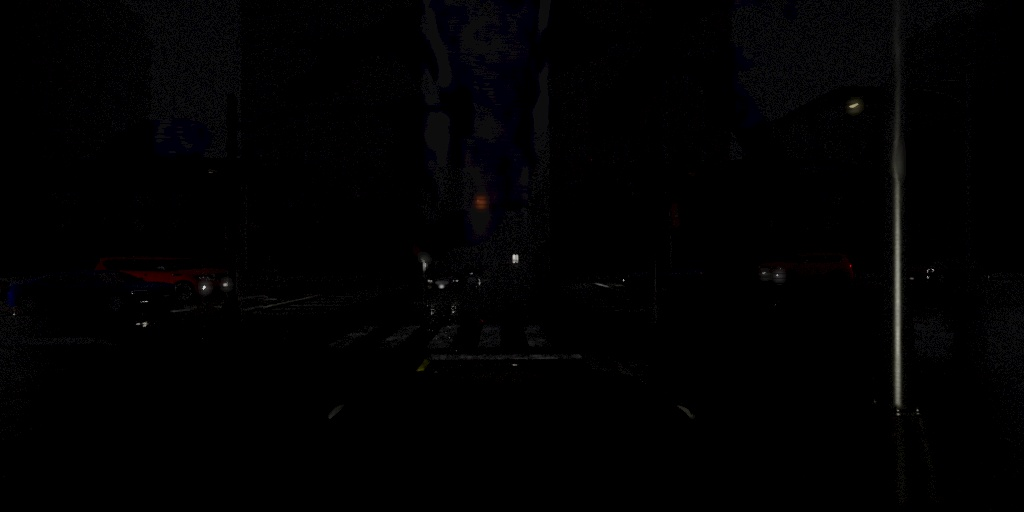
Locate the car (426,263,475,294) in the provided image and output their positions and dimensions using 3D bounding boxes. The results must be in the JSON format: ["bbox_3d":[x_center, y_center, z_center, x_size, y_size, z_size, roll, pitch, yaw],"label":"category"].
[{"bbox_3d":[-3.511,1.243,20.111,2.128,1.511,4.902,0,0,-1],"label":"car"}]

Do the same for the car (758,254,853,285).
[{"bbox_3d":[20.200,0.883,24.751,5.566,2.045,2.150,0,0,-2],"label":"car"}]

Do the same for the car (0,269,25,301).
[{"bbox_3d":[-26.261,1.367,16.648,4.674,1.442,1.812,0,0,-1],"label":"car"}]

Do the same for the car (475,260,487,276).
[{"bbox_3d":[-3.922,1.368,36.715,1.895,1.301,4.718,0,0,-2],"label":"car"}]

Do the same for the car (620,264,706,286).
[{"bbox_3d":[10.242,1.244,24.453,5.357,1.411,2.033,0,0,-2],"label":"car"}]

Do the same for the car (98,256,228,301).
[{"bbox_3d":[-16.338,1.026,16.951,5.566,2.045,2.150,0,0,-2],"label":"car"}]

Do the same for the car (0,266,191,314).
[{"bbox_3d":[-15.780,1.280,13.715,5.008,1.535,1.882,0,0,-2],"label":"car"}]

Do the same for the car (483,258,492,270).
[{"bbox_3d":[-4.417,1.291,55.050,1.837,1.490,4.892,0,0,-1],"label":"car"}]

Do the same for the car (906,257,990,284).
[{"bbox_3d":[30.093,0.982,25.040,4.553,1.767,2.097,0,0,-2],"label":"car"}]
